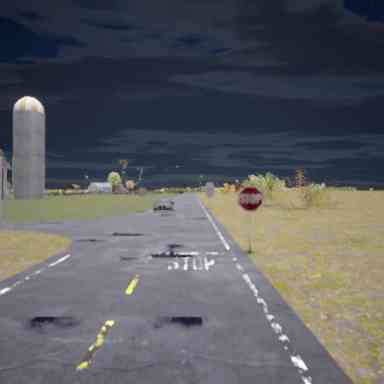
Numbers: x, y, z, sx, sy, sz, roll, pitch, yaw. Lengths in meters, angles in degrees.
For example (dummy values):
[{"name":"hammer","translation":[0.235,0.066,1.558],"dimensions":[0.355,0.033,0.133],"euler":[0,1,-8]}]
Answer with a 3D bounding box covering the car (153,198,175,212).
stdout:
[{"name":"car","translation":[-2.790,1.279,33.994],"dimensions":[1.994,1.385,4.181],"euler":[0,1,2]}]
